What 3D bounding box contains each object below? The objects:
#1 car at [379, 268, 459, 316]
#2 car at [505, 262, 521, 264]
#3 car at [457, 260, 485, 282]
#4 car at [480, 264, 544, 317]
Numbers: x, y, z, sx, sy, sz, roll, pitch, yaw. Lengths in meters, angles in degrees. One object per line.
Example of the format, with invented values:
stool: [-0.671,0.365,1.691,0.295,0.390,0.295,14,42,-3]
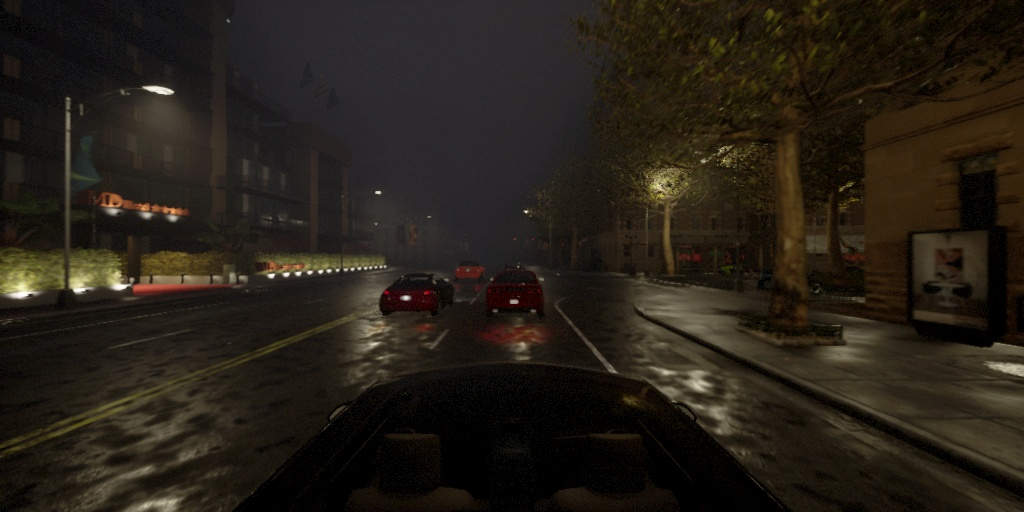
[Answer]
car: [-3.403,1.324,13.540,1.994,1.385,4.181,0,0,0]
car: [0.107,1.268,30.656,2.128,1.511,4.902,0,0,0]
car: [-3.395,1.128,29.759,2.097,1.767,4.553,0,0,0]
car: [0.184,1.238,13.314,1.882,1.535,5.008,0,0,3]
